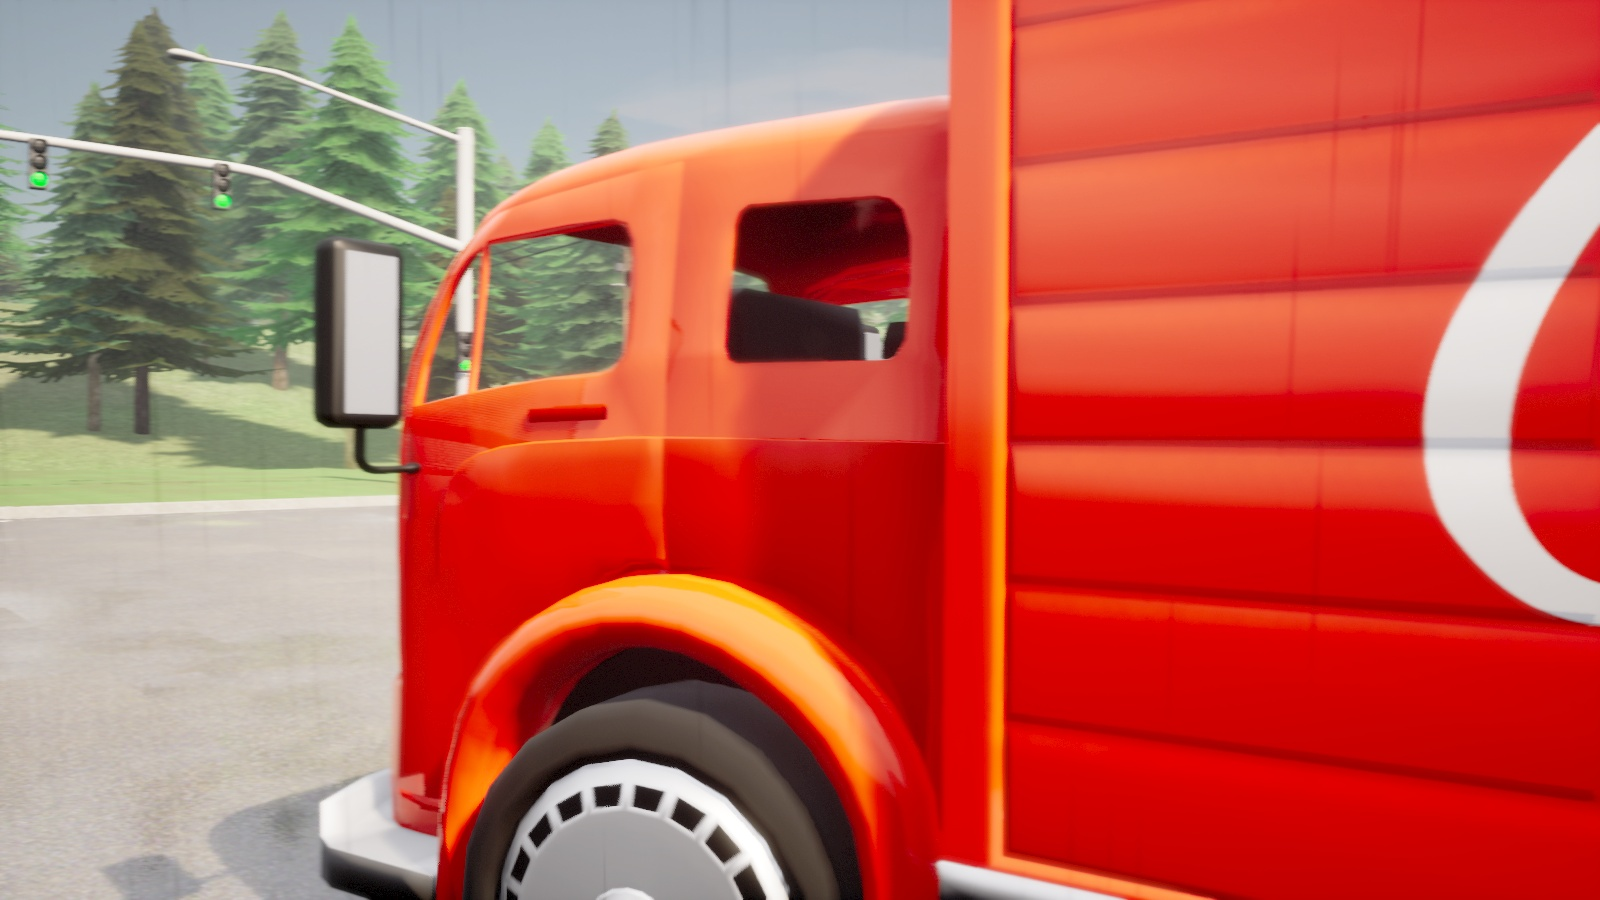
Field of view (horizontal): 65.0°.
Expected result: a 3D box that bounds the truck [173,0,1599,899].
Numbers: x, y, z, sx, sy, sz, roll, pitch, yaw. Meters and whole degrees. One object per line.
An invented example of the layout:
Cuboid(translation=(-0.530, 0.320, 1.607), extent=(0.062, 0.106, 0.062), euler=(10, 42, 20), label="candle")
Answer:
Cuboid(translation=(1.479, 0.184, 2.621), extent=(5.204, 2.467, 2.627), euler=(0, 1, 32), label="truck")
